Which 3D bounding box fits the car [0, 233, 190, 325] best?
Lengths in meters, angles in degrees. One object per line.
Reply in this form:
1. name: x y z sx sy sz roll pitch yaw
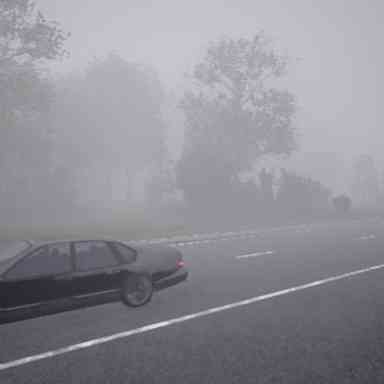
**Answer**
1. car: -2.625 1.548 6.391 5.357 1.411 2.033 0 0 -35
